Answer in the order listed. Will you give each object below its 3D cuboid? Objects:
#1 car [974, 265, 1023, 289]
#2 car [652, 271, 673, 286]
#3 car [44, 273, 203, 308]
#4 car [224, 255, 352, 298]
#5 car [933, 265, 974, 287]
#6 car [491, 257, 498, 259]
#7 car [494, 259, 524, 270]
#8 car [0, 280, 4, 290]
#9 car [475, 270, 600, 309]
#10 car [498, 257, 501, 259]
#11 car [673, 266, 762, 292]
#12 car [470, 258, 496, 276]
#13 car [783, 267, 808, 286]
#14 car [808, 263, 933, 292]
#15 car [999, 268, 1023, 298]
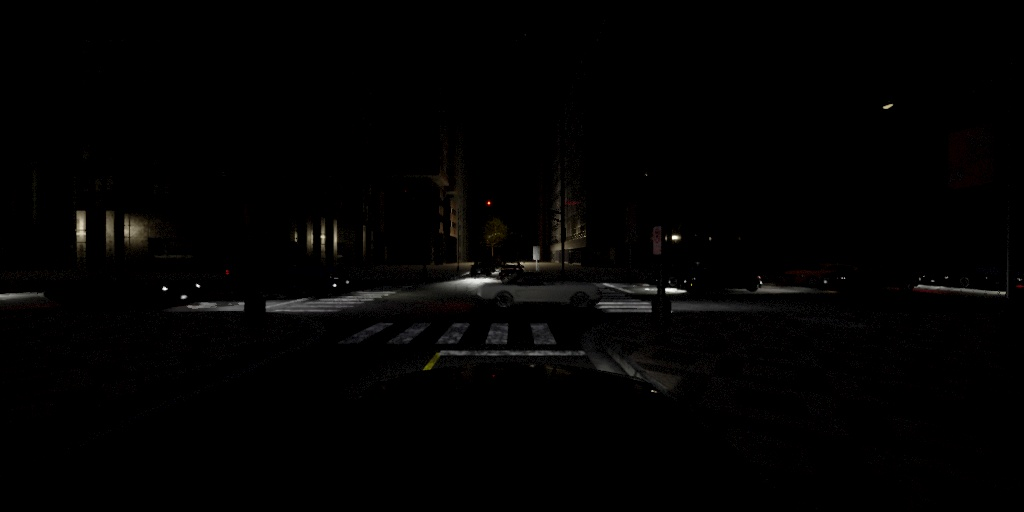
[{"bbox_3d":[30.765,1.303,21.011,4.674,1.442,1.812,0,0,0],"label":"car"},{"bbox_3d":[12.098,1.347,24.351,4.718,1.301,1.895,0,0,3],"label":"car"},{"bbox_3d":[-15.496,1.344,14.520,4.718,1.301,1.895,0,0,0],"label":"car"},{"bbox_3d":[-11.098,0.959,17.961,5.566,2.045,2.150,0,0,-4],"label":"car"},{"bbox_3d":[31.165,1.319,24.258,5.357,1.411,2.033,0,0,1],"label":"car"},{"bbox_3d":[-3.097,1.241,46.038,1.837,1.490,4.892,0,0,0],"label":"car"},{"bbox_3d":[-0.018,1.232,30.934,2.128,1.511,4.902,0,0,3],"label":"car"},{"bbox_3d":[-29.036,1.279,17.829,5.357,1.411,2.033,0,0,0],"label":"car"},{"bbox_3d":[1.065,1.348,14.448,4.718,1.301,1.895,0,0,0],"label":"car"},{"bbox_3d":[-3.106,1.298,56.023,1.994,1.385,4.181,0,0,0],"label":"car"},{"bbox_3d":[12.186,1.318,21.099,4.181,1.385,1.994,0,0,0],"label":"car"},{"bbox_3d":[-3.080,1.231,36.082,2.128,1.511,4.902,0,0,0],"label":"car"},{"bbox_3d":[21.233,1.235,24.307,5.008,1.535,1.882,0,0,0],"label":"car"},{"bbox_3d":[20.883,1.256,21.060,4.902,1.511,2.128,0,0,0],"label":"car"},{"bbox_3d":[23.681,1.330,14.350,5.357,1.411,2.033,0,0,0],"label":"car"}]
